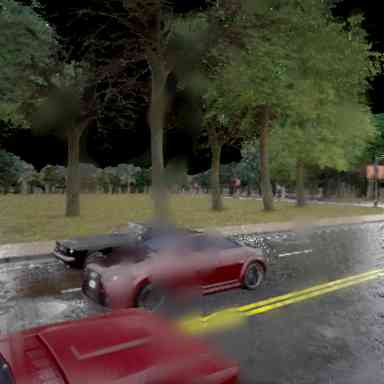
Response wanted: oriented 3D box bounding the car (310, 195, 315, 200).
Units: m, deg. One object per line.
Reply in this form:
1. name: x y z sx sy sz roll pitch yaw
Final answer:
1. car: 29.284 1.351 86.767 1.994 1.385 4.181 0 0 -12

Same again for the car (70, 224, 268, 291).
1. car: -0.265 1.566 7.489 4.181 1.385 1.994 0 0 -36

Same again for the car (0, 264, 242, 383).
1. car: -1.842 1.601 2.124 4.718 1.301 1.895 0 0 -36

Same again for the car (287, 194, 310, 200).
1. car: 26.677 1.340 83.453 2.128 1.511 4.902 0 0 -12

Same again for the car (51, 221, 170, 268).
1. car: -1.774 1.603 10.407 4.718 1.301 1.895 0 0 -36

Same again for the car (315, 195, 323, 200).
1. car: 32.461 1.353 87.453 1.994 1.385 4.181 0 0 -12
